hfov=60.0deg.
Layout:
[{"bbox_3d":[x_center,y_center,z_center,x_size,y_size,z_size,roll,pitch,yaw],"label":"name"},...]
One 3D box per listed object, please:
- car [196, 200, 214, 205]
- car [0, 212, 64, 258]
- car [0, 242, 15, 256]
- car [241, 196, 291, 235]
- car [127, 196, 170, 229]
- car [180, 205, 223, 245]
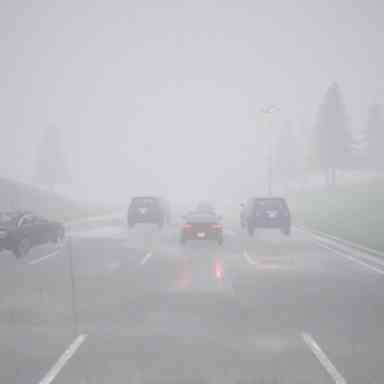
[{"bbox_3d":[1.436,1.591,37.003,1.812,1.442,4.674,0,0,3],"label":"car"},{"bbox_3d":[-6.634,1.506,12.881,2.128,1.511,4.902,0,0,2],"label":"car"},{"bbox_3d":[-3.370,1.477,1.970,1.882,1.535,5.008,0,0,0],"label":"car"},{"bbox_3d":[4.106,1.259,19.177,2.150,2.045,5.566,0,0,2],"label":"car"},{"bbox_3d":[-2.769,1.257,22.173,2.150,2.045,5.566,0,0,3],"label":"car"},{"bbox_3d":[0.463,1.553,15.634,1.812,1.442,4.674,0,0,2],"label":"car"}]
